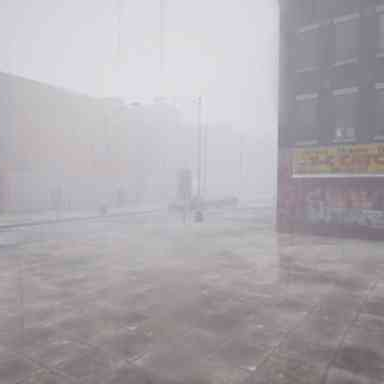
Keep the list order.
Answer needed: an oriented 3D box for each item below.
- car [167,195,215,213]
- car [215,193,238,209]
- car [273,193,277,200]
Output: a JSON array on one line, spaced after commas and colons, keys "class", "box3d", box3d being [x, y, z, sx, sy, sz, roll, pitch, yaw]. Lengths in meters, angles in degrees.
[{"class": "car", "box3d": [-0.270, 0.965, 28.210, 1.947, 1.339, 4.313, 3, 3, 36]}, {"class": "car", "box3d": [2.958, 0.814, 32.701, 1.887, 1.381, 4.507, 3, 3, 36]}, {"class": "car", "box3d": [12.640, 0.465, 46.176, 1.802, 1.307, 4.206, 3, 3, 36]}]
